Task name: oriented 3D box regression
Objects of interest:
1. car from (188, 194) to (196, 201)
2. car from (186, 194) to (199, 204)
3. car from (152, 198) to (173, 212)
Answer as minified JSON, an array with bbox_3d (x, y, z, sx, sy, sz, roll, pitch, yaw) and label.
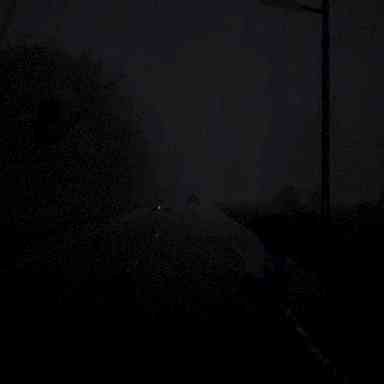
[{"bbox_3d":[-0.001,1.198,73.630,1.837,1.490,4.892,0,0,0],"label":"car"},{"bbox_3d":[0.099,1.118,56.685,2.097,1.767,4.553,0,0,0],"label":"car"},{"bbox_3d":[-3.310,1.373,36.470,1.812,1.442,4.674,0,0,1],"label":"car"}]
